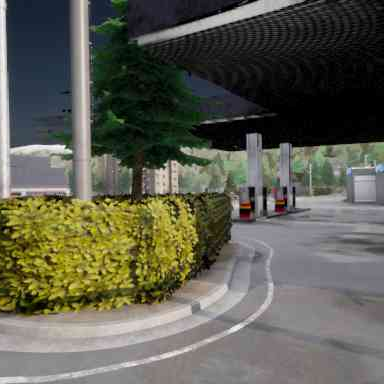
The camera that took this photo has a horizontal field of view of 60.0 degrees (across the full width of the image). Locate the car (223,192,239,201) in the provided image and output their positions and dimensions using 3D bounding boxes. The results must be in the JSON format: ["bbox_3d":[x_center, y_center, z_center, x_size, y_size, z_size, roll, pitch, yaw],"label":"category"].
[{"bbox_3d":[7.405,0.851,63.928,5.027,1.636,2.152,-1,1,35],"label":"car"}]

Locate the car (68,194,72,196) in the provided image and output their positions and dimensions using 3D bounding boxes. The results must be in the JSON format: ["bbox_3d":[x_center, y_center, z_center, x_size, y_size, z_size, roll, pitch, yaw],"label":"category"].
[{"bbox_3d":[-24.271,1.124,63.885,3.866,1.878,1.905,-1,1,35],"label":"car"}]

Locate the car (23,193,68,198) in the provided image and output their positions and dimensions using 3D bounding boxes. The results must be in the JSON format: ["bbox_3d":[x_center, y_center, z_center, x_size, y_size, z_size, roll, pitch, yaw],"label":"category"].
[{"bbox_3d":[-14.795,1.183,33.599,3.866,1.878,1.905,-1,1,35],"label":"car"}]

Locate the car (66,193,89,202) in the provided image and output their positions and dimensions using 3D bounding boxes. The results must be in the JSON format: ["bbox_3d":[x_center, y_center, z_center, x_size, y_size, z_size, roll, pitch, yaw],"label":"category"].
[{"bbox_3d":[-22.926,1.103,66.494,4.605,1.855,1.932,-1,1,35],"label":"car"}]

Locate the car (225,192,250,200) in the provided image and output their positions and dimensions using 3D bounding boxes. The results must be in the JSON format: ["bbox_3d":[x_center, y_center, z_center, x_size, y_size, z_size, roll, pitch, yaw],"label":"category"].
[{"bbox_3d":[9.177,0.812,66.517,4.514,1.523,2.007,-1,1,35],"label":"car"}]
